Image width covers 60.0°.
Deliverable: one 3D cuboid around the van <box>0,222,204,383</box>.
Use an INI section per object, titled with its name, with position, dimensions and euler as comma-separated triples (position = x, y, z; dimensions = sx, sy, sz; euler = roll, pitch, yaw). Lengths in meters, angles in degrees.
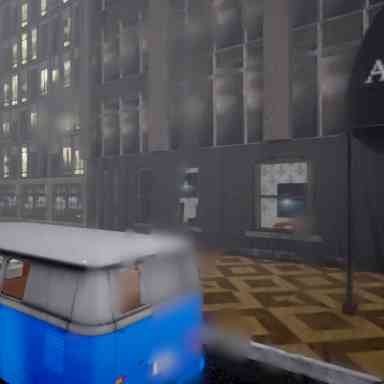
[van]
position = -1.774, 1.341, 4.131
dimensions = 3.998, 1.788, 1.690
euler = 0, 0, 35
